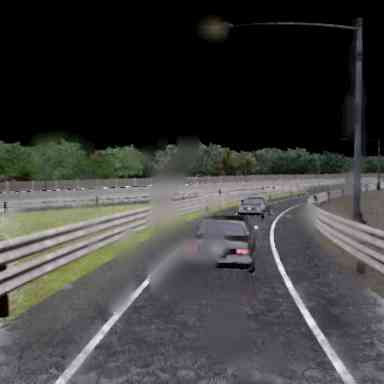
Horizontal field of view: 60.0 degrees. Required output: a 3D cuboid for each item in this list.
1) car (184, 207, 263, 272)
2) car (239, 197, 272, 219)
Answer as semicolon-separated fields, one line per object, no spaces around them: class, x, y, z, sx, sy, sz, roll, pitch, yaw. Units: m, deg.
car;1.065;1.429;10.460;2.033;1.411;5.357;0;1;10
car;4.718;1.106;24.565;2.033;1.411;5.357;1;2;21
